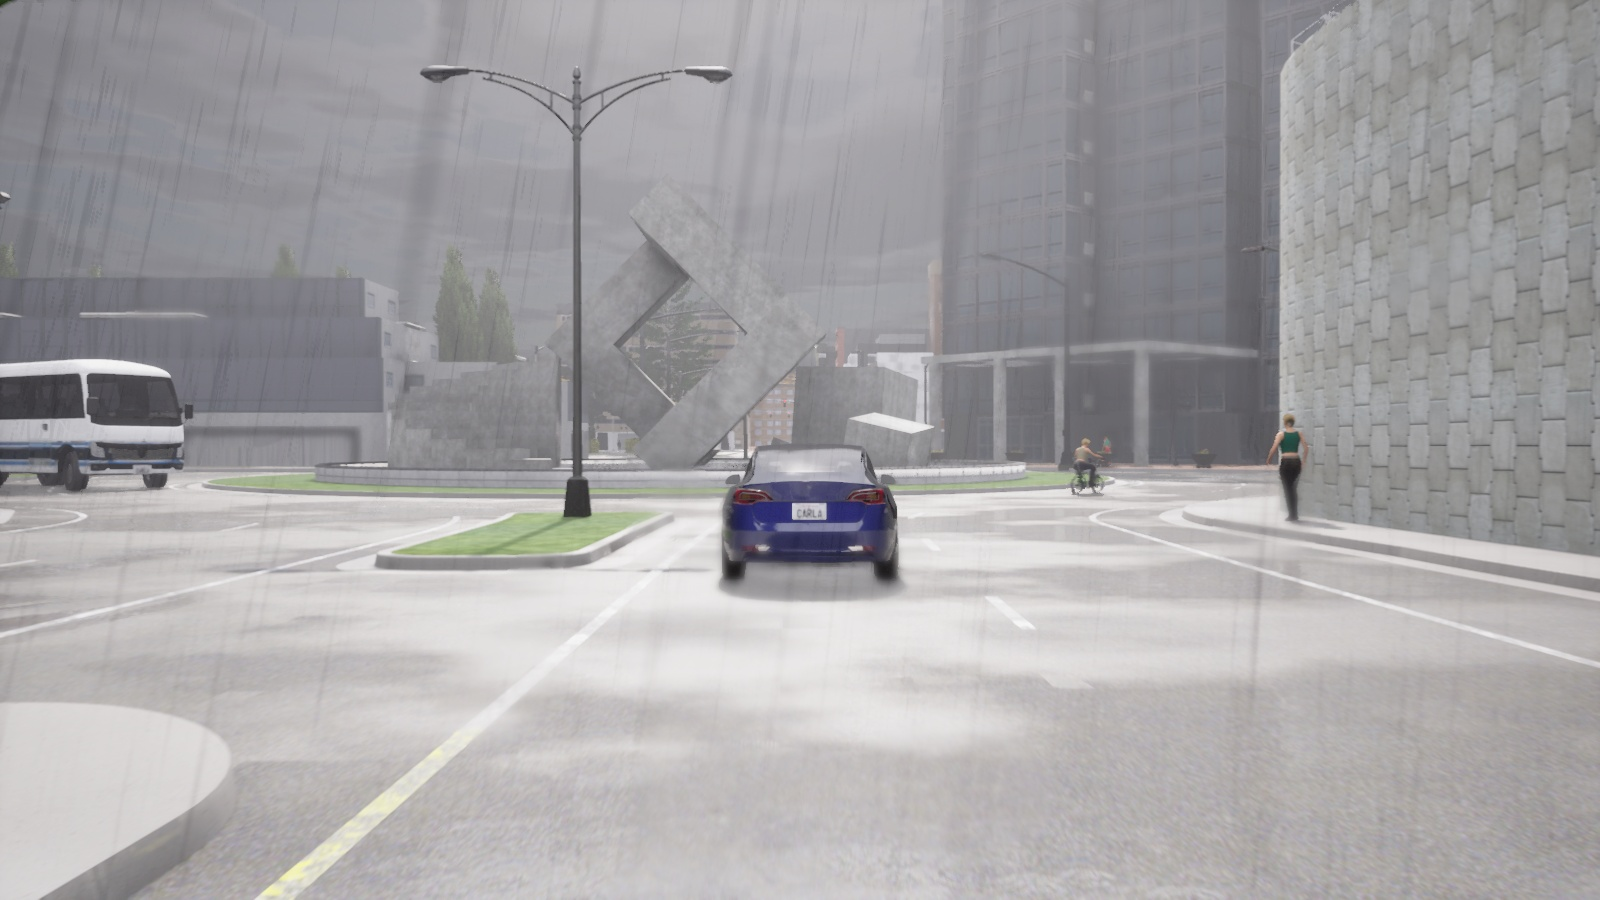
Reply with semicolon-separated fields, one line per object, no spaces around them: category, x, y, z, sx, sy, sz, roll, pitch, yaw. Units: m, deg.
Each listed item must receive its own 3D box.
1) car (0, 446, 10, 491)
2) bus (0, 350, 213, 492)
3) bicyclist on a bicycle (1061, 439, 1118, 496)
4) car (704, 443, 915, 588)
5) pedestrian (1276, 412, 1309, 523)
car;-26.606;0.569;39.064;4.181;1.385;1.994;0;0;35
bus;-24.679;-0.887;42.134;10.273;4.253;3.944;0;0;31
bicyclist on a bicycle;8.338;0.486;36.120;1.509;1.612;0.866;0;0;-40
car;0.126;0.660;15.292;2.163;1.488;4.792;0;0;1
pedestrian;8.274;0.289;21.116;0.345;1.836;0.594;0;0;3
